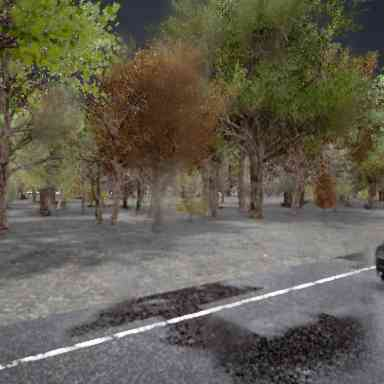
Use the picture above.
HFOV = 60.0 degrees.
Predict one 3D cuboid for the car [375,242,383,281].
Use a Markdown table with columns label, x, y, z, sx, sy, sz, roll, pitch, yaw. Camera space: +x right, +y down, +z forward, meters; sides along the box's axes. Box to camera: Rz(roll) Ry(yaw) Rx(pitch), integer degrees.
| label | x | y | z | sx | sy | sz | roll | pitch | yaw |
| --- | --- | --- | --- | --- | --- | --- | --- | --- | --- |
| car | 6.504 | 1.498 | 8.415 | 4.892 | 1.490 | 1.837 | 0 | 0 | -36 |
